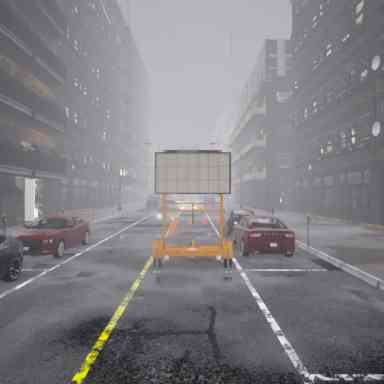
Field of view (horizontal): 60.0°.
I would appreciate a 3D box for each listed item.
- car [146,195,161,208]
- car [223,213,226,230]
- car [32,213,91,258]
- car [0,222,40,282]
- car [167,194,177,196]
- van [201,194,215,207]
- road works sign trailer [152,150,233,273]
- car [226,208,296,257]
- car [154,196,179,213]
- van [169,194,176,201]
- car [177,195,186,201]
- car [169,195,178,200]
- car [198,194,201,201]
[{"bbox_3d":[-5.197,1.324,46.808,2.192,1.841,5.009,1,0,0],"label":"car"},{"bbox_3d":[2.616,1.555,18.466,2.008,1.369,4.403,1,0,0],"label":"car"},{"bbox_3d":[-5.277,1.547,12.783,1.887,1.381,4.507,1,0,0],"label":"car"},{"bbox_3d":[-5.290,1.567,7.112,1.947,1.339,4.313,1,0,0],"label":"car"},{"bbox_3d":[-5.133,1.330,75.162,2.192,1.841,5.009,1,0,0],"label":"car"},{"bbox_3d":[2.696,1.351,52.491,1.690,1.788,3.998,1,0,0],"label":"van"},{"bbox_3d":[0.028,0.467,10.647,2.380,3.560,2.880,0,0,0],"label":"road works sign trailer"},{"bbox_3d":[2.603,1.547,12.795,1.887,1.381,4.507,1,0,0],"label":"car"},{"bbox_3d":[-2.765,1.533,37.216,1.812,1.442,4.674,0,0,0],"label":"car"},{"bbox_3d":[-5.107,1.359,86.504,1.690,1.788,3.998,1,0,0],"label":"van"},{"bbox_3d":[-2.560,1.542,83.563,1.812,1.442,4.674,0,0,0],"label":"car"},{"bbox_3d":[-5.097,1.570,92.174,2.008,1.369,4.403,1,0,0],"label":"car"},{"bbox_3d":[2.773,1.333,86.516,2.192,1.841,5.009,1,0,0],"label":"car"}]
